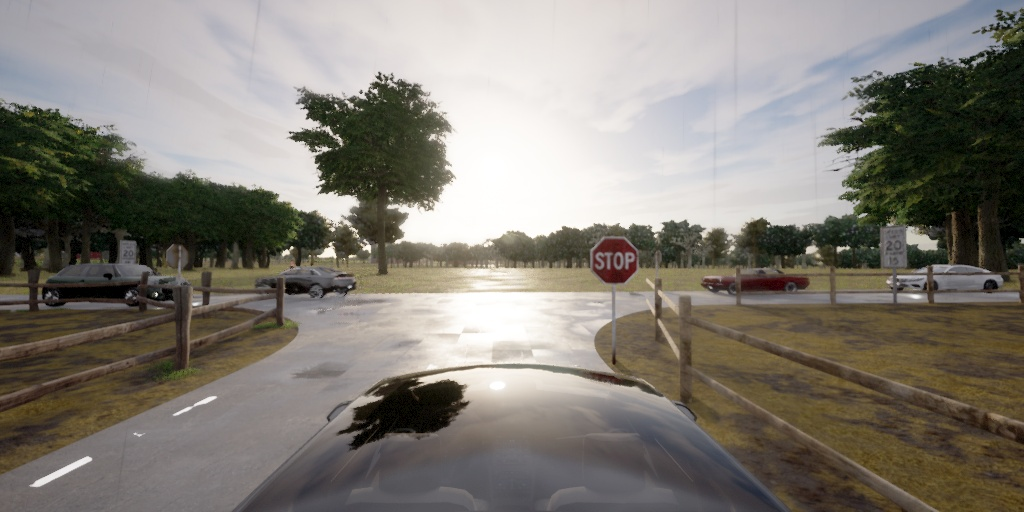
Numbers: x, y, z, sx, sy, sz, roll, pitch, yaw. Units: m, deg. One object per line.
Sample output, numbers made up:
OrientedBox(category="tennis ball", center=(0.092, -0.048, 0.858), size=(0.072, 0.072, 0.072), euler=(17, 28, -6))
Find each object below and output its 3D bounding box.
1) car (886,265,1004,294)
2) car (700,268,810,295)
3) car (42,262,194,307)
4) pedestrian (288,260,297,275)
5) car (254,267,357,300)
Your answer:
OrientedBox(category="car", center=(22.600, 1.184, 18.800), size=(4.674, 1.442, 1.812), euler=(0, -1, 2))
OrientedBox(category="car", center=(12.445, 1.310, 18.597), size=(4.718, 1.301, 1.895), euler=(0, -1, -3))
OrientedBox(category="car", center=(-15.901, 1.078, 14.687), size=(4.553, 1.767, 2.097), euler=(0, -1, -1))
OrientedBox(category="pedestrian", center=(-12.769, 1.130, 20.819), size=(0.375, 1.860, 0.375), euler=(0, -1, -2))
OrientedBox(category="car", center=(-10.034, 1.273, 17.420), size=(4.902, 1.511, 2.128), euler=(0, -2, 12))
